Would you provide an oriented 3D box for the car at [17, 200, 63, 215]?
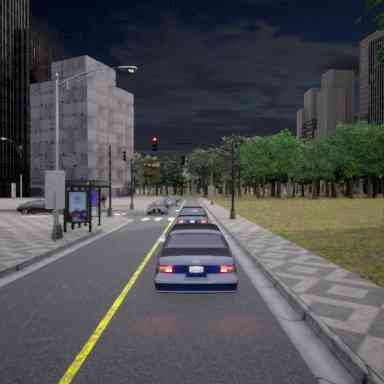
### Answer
[{"bbox_3d":[-14.381,1.478,32.032,4.674,1.442,1.812,0,0,2],"label":"car"}]

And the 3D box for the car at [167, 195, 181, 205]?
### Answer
[{"bbox_3d":[-3.144,1.440,50.148,2.128,1.511,4.902,0,0,0],"label":"car"}]

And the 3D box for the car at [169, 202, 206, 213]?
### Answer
[{"bbox_3d":[0.058,1.538,19.287,2.033,1.411,5.357,0,0,1],"label":"car"}]

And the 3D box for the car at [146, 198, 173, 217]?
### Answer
[{"bbox_3d":[-3.132,1.544,31.406,1.994,1.385,4.181,0,0,0],"label":"car"}]

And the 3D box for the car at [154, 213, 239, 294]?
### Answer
[{"bbox_3d":[0.084,1.545,8.952,2.033,1.411,5.357,0,0,0],"label":"car"}]

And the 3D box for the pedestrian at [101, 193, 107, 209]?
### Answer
[{"bbox_3d":[-10.122,1.051,38.143,0.375,1.860,0.375,0,0,1],"label":"pedestrian"}]
